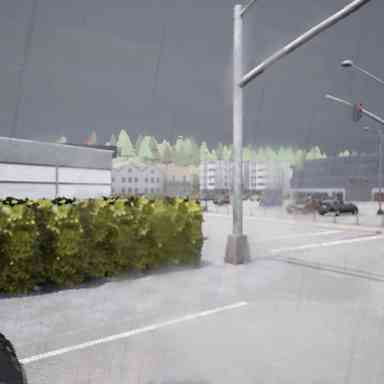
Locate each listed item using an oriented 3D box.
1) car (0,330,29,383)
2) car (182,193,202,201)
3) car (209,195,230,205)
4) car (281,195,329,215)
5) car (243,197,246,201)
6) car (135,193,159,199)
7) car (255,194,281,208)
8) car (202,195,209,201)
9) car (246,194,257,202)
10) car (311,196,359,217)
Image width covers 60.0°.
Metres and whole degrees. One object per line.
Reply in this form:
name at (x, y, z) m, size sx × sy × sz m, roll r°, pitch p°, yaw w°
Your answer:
car at (-3.095, 1.567, 1.664) m, size 4.181 × 1.385 × 1.994 m, roll 0°, pitch 0°, yaw -35°
car at (-0.928, 1.216, 66.496) m, size 4.605 × 1.855 × 1.932 m, roll 0°, pitch 0°, yaw -35°
car at (5.614, 1.414, 55.872) m, size 4.514 × 1.523 × 2.007 m, roll 0°, pitch 0°, yaw -35°
car at (11.779, 1.422, 33.545) m, size 5.027 × 1.636 × 2.152 m, roll 0°, pitch 0°, yaw -35°
car at (11.189, 1.405, 78.944) m, size 3.806 × 1.475 × 1.970 m, roll 0°, pitch 0°, yaw -35°
car at (-7.861, 1.453, 61.614) m, size 3.806 × 1.475 × 1.970 m, roll 0°, pitch 0°, yaw -35°
car at (11.296, 1.436, 47.651) m, size 3.633 × 1.501 × 1.845 m, roll 0°, pitch 0°, yaw -35°
car at (3.312, 1.449, 77.916) m, size 4.514 × 1.523 × 2.007 m, roll 0°, pitch 0°, yaw -35°
car at (15.126, 1.327, 73.866) m, size 5.027 × 1.636 × 2.152 m, roll 0°, pitch 0°, yaw -35°
car at (13.616, 1.431, 31.002) m, size 4.514 × 1.523 × 2.007 m, roll 0°, pitch 0°, yaw -35°
